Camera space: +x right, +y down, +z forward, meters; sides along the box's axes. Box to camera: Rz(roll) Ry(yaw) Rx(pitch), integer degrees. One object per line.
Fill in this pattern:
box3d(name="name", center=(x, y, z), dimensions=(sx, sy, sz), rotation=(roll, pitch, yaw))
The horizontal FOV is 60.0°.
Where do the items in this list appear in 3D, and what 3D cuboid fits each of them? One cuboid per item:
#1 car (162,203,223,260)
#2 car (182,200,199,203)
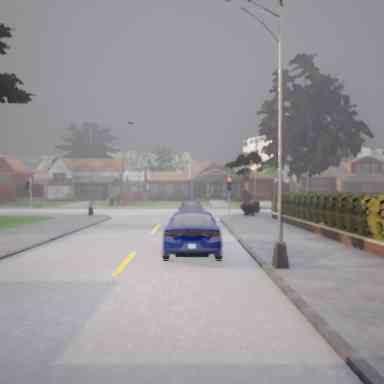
box3d(name="car", center=(0.030, 1.382, 11.993), dimensions=(1.882, 1.535, 5.008), rotation=(0, 0, 1))
box3d(name="car", center=(-0.092, 1.342, 25.823), dimensions=(2.033, 1.411, 5.357), rotation=(0, 0, -2))
